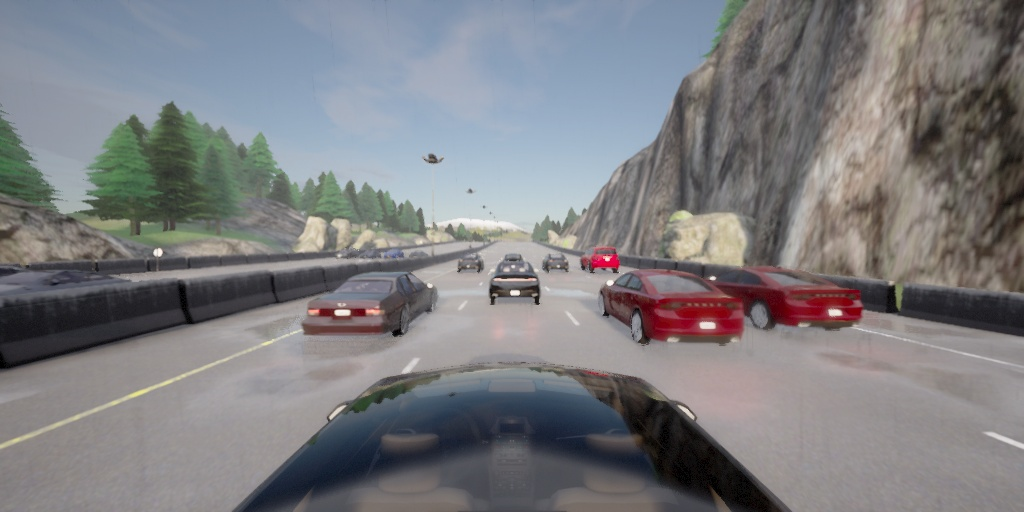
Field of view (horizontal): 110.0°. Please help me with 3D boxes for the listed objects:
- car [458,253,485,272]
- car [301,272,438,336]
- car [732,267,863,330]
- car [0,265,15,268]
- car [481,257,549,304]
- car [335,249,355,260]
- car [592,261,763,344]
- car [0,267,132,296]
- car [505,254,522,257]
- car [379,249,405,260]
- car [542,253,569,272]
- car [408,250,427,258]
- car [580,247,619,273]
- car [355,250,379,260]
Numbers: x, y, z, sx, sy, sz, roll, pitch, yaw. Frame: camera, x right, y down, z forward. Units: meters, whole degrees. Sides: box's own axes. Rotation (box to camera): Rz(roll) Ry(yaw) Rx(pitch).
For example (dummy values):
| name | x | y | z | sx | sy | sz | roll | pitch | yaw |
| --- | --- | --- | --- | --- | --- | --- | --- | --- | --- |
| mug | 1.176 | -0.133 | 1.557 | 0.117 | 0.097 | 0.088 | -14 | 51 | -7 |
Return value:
| name | x | y | z | sx | sy | sz | roll | pitch | yaw |
| --- | --- | --- | --- | --- | --- | --- | --- | --- | --- |
| car | -3.398 | 0.524 | 30.267 | 2.128 | 1.511 | 4.902 | 0 | 2 | 0 |
| car | -3.399 | 1.126 | 9.706 | 2.033 | 1.411 | 5.357 | 0 | 1 | 0 |
| car | 7.100 | 1.041 | 10.353 | 1.882 | 1.535 | 5.008 | 0 | 1 | 0 |
| car | -17.597 | 1.037 | 11.207 | 2.128 | 1.511 | 4.902 | 0 | 1 | 0 |
| car | 0.102 | 0.959 | 14.443 | 2.128 | 1.511 | 4.902 | 0 | 1 | 0 |
| car | -24.554 | -0.278 | 53.450 | 2.128 | 1.511 | 4.902 | 0 | 2 | 1 |
| car | 3.599 | 1.070 | 9.069 | 1.882 | 1.535 | 5.008 | 0 | 1 | 0 |
| car | -14.099 | 1.119 | 10.800 | 1.994 | 1.385 | 4.181 | 0 | 1 | 0 |
| car | 0.102 | 0.534 | 30.389 | 1.837 | 1.490 | 4.892 | 0 | 2 | 0 |
| car | -17.560 | -0.293 | 53.482 | 1.882 | 1.535 | 5.008 | 0 | 2 | 0 |
| car | 3.602 | 0.524 | 30.263 | 2.128 | 1.511 | 4.902 | 0 | 2 | 0 |
| car | -14.063 | -0.214 | 53.688 | 1.994 | 1.385 | 4.181 | 0 | 2 | 0 |
| car | 7.102 | 0.279 | 29.408 | 2.150 | 2.045 | 5.566 | 0 | 2 | 0 |
| car | -21.057 | -0.203 | 53.407 | 1.994 | 1.385 | 4.181 | 0 | 2 | 0 |
